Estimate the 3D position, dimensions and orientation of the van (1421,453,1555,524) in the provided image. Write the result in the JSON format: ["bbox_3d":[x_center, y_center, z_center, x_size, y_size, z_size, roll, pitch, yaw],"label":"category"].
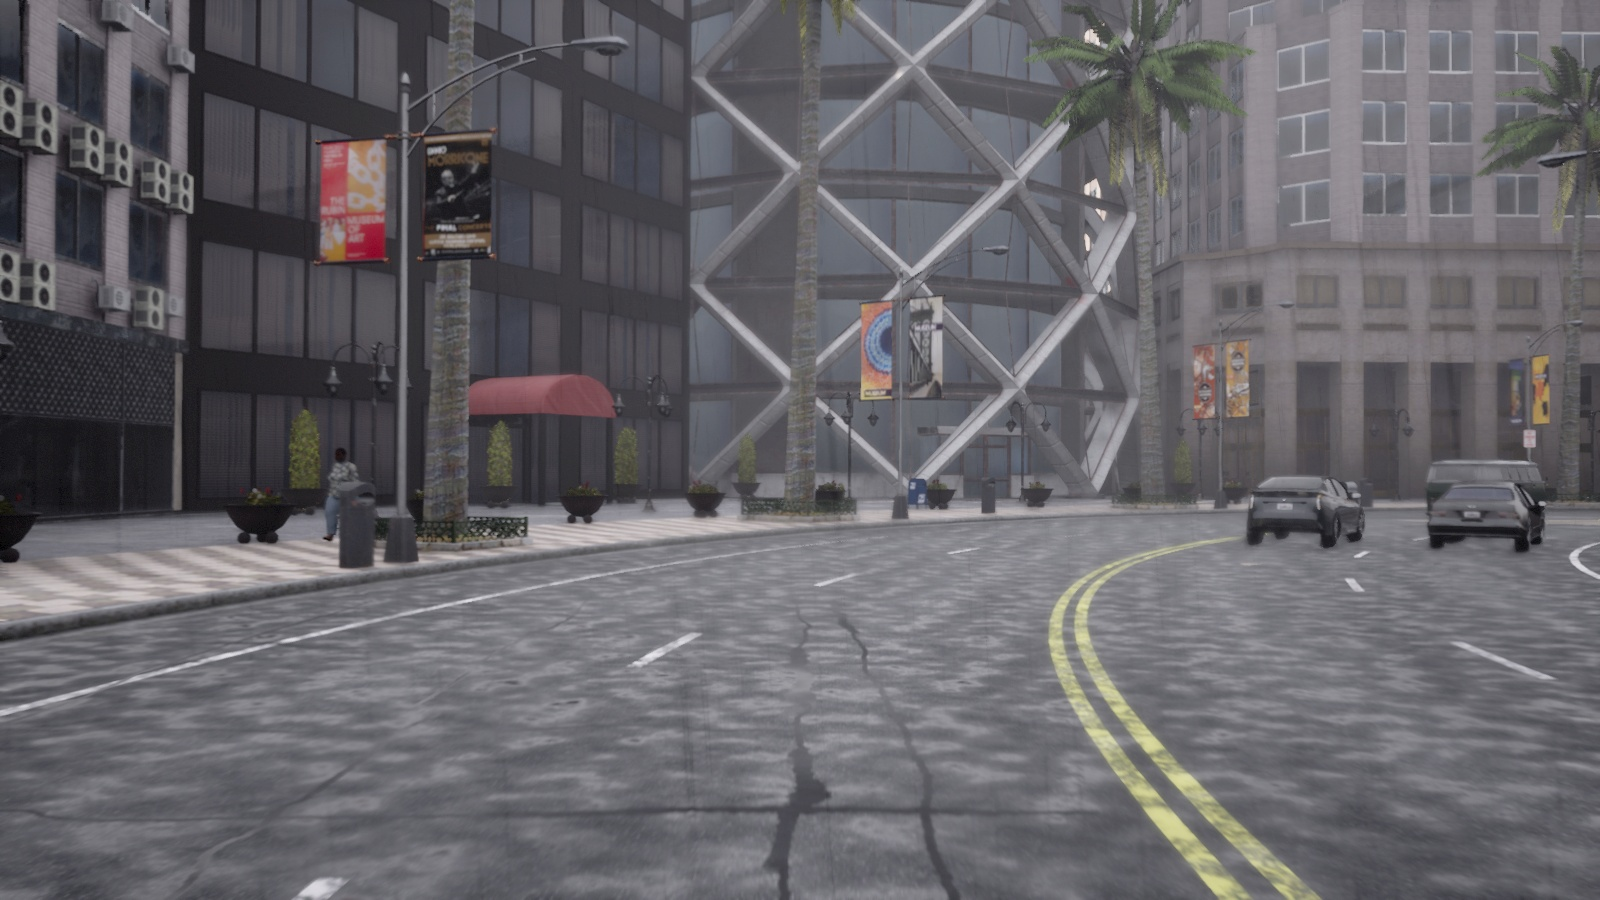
[{"bbox_3d":[20.585,1.115,37.511,4.442,1.987,1.775,0,-1,-36],"label":"van"}]

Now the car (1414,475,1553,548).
[{"bbox_3d":[14.967,1.261,27.343,2.033,1.411,5.357,-1,-1,35],"label":"car"}]

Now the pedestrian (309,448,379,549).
[{"bbox_3d":[-8.544,0.899,23.550,0.874,1.855,0.900,-1,-1,17],"label":"pedestrian"}]

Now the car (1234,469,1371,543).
[{"bbox_3d":[11.425,1.191,28.367,2.007,1.525,4.514,-1,-1,33],"label":"car"}]
